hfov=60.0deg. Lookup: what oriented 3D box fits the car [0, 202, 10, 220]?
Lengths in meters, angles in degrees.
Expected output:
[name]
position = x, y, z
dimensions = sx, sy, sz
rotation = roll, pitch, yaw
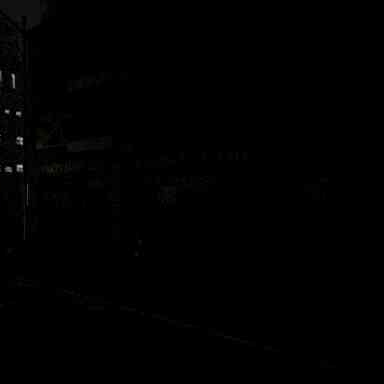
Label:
[car]
position = -19.149, 1.655, 30.029
dimensions = 2.097, 1.767, 4.553
rotation = 0, -1, 34
